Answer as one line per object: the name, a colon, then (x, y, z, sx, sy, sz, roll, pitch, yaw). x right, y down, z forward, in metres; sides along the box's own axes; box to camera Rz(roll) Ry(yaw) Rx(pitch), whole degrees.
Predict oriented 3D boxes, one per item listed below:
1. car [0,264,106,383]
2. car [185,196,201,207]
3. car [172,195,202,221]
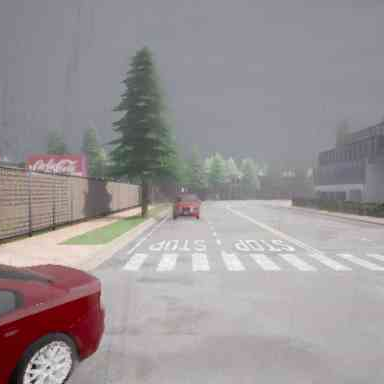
car: (-3.136, 1.497, 2.989, 1.882, 1.535, 5.008, 4, 3, 37)
car: (0.223, 1.481, 53.499, 2.128, 1.511, 4.902, 0, 0, 5)
car: (-0.433, 1.250, 27.909, 2.150, 2.045, 5.566, 0, 0, 1)
